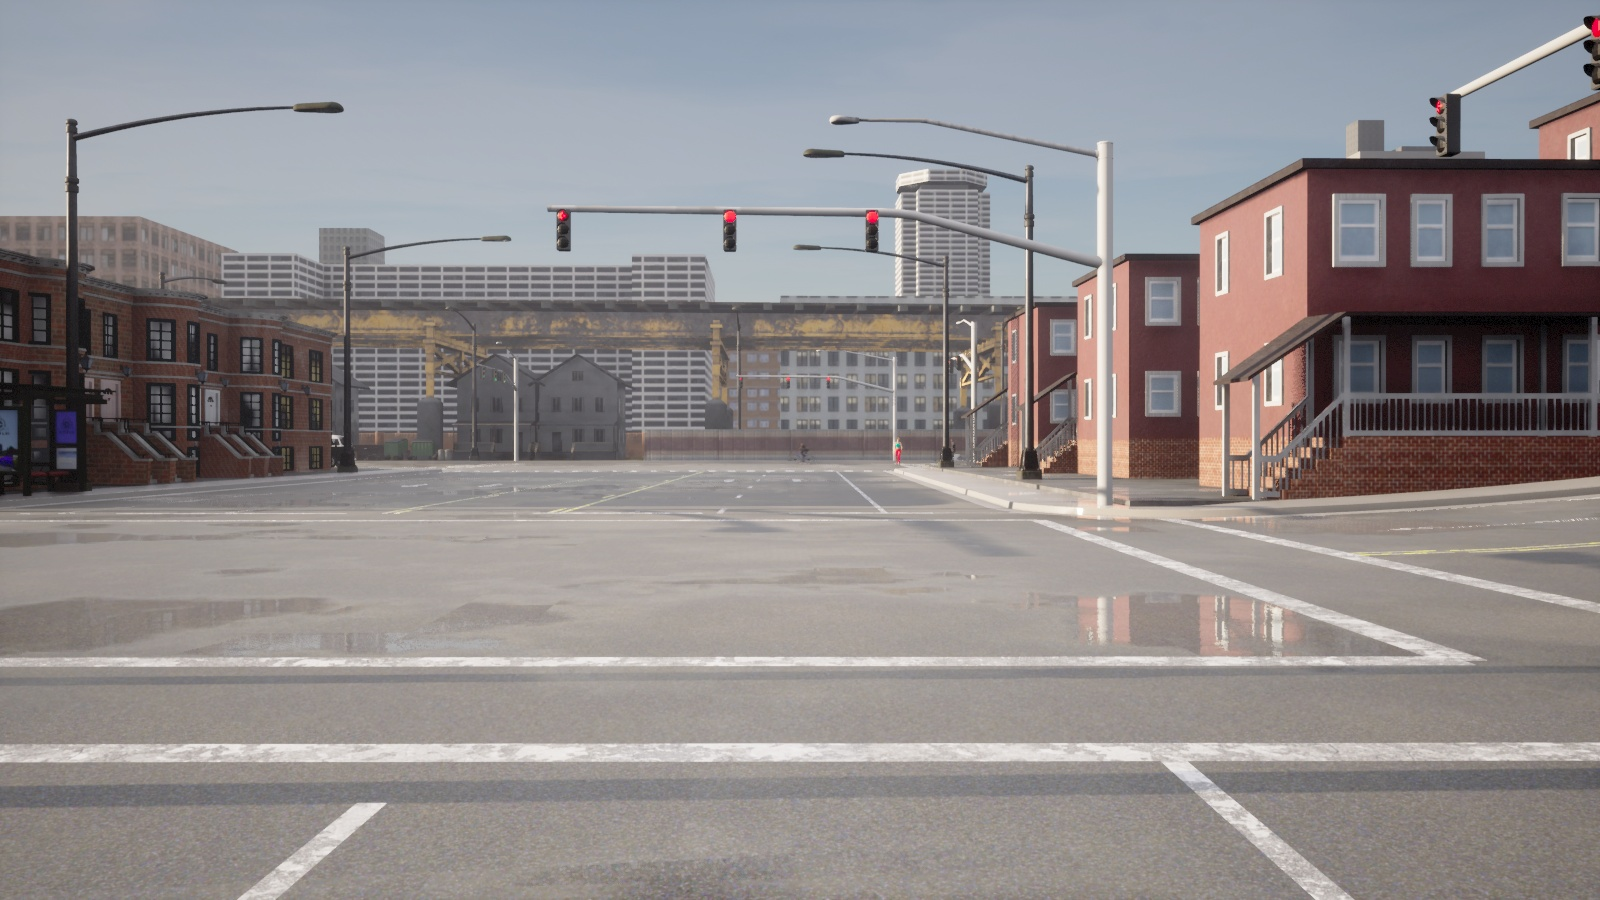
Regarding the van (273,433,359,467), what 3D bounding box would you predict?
[{"bbox_3d":[-29.763,0.010,77.297,4.480,2.038,2.069,0,0,0],"label":"van"}]
